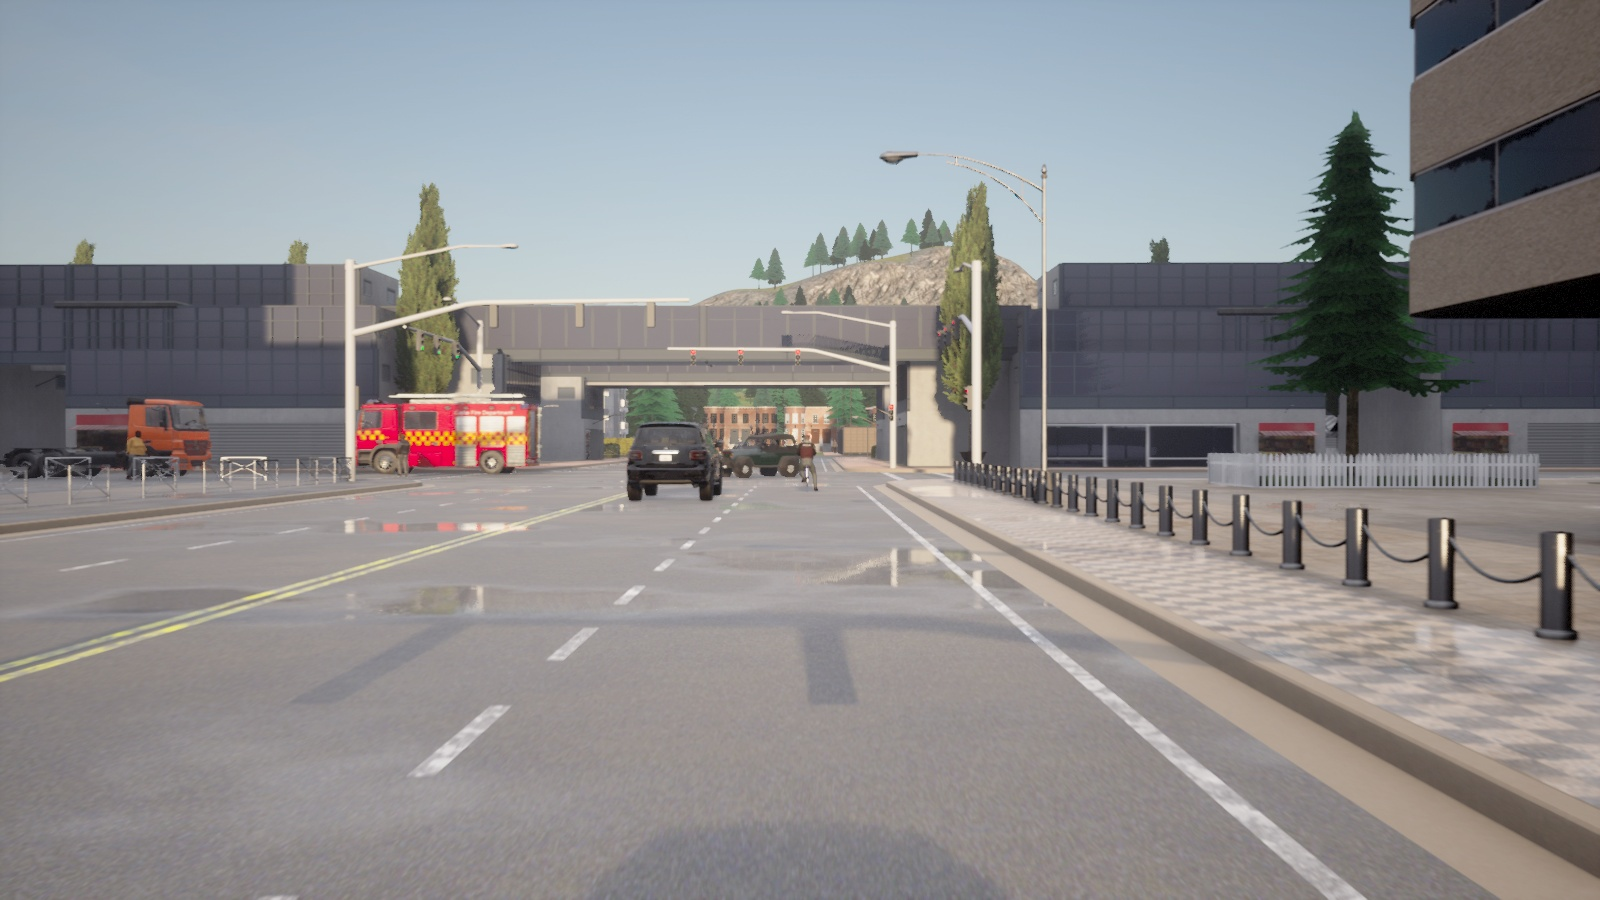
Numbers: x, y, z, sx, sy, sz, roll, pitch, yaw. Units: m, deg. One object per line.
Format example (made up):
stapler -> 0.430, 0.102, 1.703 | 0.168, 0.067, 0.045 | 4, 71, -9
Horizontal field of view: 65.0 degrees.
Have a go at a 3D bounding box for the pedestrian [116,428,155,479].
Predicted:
pedestrian -> -24.198, 0.128, 45.738 | 0.900, 1.855, 0.874 | 0, 0, 14

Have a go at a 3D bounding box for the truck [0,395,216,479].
truck -> -29.493, -0.560, 53.445 | 7.936, 3.462, 2.891 | 0, 0, 2

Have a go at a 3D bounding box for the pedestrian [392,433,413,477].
pedestrian -> -17.177, 0.205, 54.303 | 0.563, 1.883, 0.849 | 0, 0, -41

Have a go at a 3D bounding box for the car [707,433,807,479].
car -> -1.820, 0.239, 53.509 | 3.866, 1.878, 1.905 | 0, 0, -36

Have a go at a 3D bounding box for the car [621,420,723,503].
car -> -3.317, 0.273, 33.677 | 2.150, 2.045, 5.566 | 0, 0, 0

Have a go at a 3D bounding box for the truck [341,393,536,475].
truck -> -17.215, -0.771, 60.183 | 8.468, 3.827, 2.891 | 0, 0, 0
